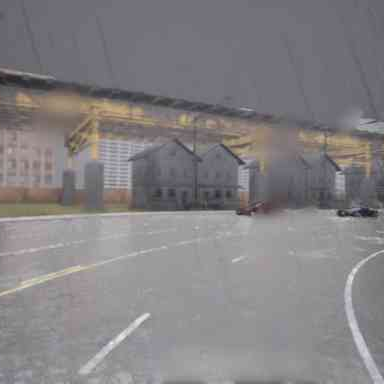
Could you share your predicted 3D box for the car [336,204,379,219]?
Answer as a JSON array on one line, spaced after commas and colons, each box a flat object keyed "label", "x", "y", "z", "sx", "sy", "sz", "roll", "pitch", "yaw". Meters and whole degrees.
[{"label": "car", "x": 16.146, "y": 1.866, "z": 32.463, "sx": 4.181, "sy": 1.385, "sz": 1.994, "roll": 1, "pitch": 0, "yaw": -26}]

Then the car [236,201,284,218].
[{"label": "car", "x": 6.445, "y": 1.599, "z": 31.433, "sx": 5.008, "sy": 1.535, "sz": 1.882, "roll": 1, "pitch": 0, "yaw": -29}]
